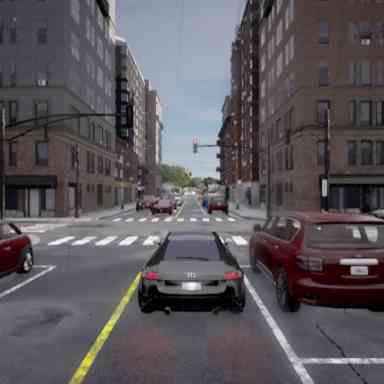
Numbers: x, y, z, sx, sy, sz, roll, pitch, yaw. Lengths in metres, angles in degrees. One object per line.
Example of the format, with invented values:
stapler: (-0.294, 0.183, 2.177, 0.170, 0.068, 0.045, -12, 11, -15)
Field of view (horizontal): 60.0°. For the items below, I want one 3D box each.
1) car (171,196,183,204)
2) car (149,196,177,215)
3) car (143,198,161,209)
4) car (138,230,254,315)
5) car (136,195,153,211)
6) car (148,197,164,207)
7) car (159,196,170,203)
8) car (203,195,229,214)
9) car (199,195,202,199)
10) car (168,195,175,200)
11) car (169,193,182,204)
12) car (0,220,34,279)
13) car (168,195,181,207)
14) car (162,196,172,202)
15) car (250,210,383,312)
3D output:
car: (-2.847, 1.556, 63.185, 1.994, 1.385, 4.181, 0, 0, 1)
car: (-2.893, 1.474, 33.692, 1.882, 1.535, 5.008, 0, 0, 0)
car: (-5.480, 1.561, 45.668, 1.947, 1.339, 4.313, 0, 0, 0)
car: (0.014, 1.563, 7.640, 1.994, 1.385, 4.181, 0, 0, 1)
car: (-5.475, 1.311, 40.164, 2.192, 1.841, 5.009, 0, 0, 0)
car: (-5.486, 1.545, 51.172, 2.008, 1.369, 4.403, 0, 0, 0)
car: (-5.503, 1.536, 67.683, 1.887, 1.381, 4.507, 0, 0, 0)
car: (2.652, 1.311, 34.673, 2.192, 1.841, 5.009, 0, 0, 0)
car: (2.615, 1.309, 51.185, 2.192, 1.841, 5.009, 0, 0, 0)
car: (-5.526, 1.570, 89.698, 1.802, 1.307, 4.206, 0, 0, 0)
car: (-2.843, 1.215, 53.126, 2.150, 2.045, 5.566, 0, 0, 1)
car: (-5.397, 1.439, 7.605, 1.967, 1.590, 4.097, 0, 0, 0)
car: (-2.890, 1.487, 43.247, 2.128, 1.511, 4.902, 0, 0, 0)
car: (-5.509, 1.535, 73.186, 1.887, 1.381, 4.507, 0, 0, 0)
car: (2.628, 1.314, 7.617, 2.192, 1.841, 5.009, 0, 0, 0)
